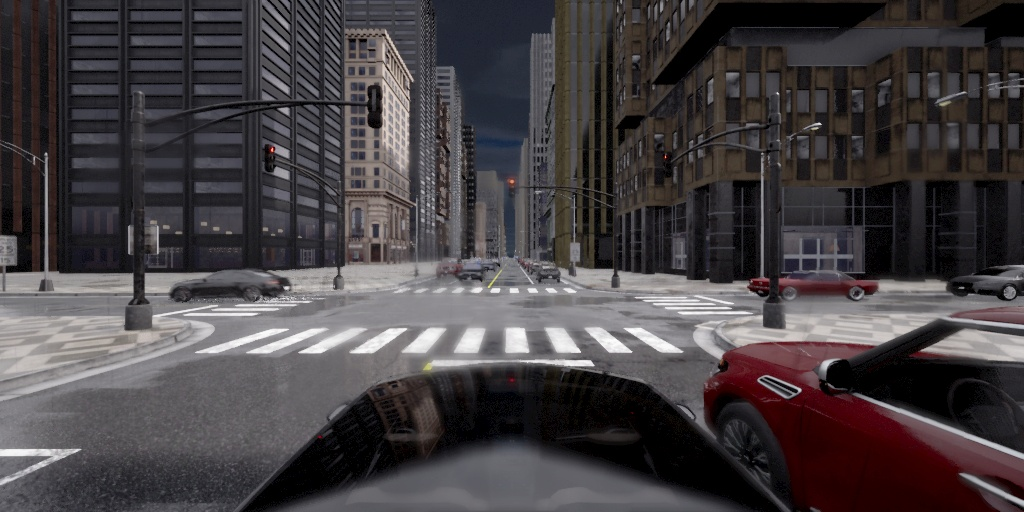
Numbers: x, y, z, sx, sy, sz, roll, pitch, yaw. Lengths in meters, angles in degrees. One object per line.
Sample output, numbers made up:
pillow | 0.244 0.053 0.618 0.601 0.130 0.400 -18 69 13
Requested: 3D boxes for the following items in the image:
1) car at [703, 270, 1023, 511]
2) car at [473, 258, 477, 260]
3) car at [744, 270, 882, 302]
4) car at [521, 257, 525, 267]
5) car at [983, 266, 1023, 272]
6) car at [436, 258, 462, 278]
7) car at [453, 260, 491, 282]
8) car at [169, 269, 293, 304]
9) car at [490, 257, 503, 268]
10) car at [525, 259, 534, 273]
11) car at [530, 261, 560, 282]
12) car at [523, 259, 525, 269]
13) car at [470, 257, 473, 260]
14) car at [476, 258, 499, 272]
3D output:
car | 2.762 1.065 1.202 2.192 1.841 5.009 0 0 0
car | -5.741 1.321 45.093 1.948 1.339 4.313 0 0 0
car | 13.527 1.314 16.346 4.718 1.301 1.895 0 0 0
car | 2.790 1.199 56.378 1.967 1.591 4.097 0 0 0
car | 22.961 1.197 16.388 4.892 1.490 1.837 0 0 0
car | -5.746 1.067 33.810 2.192 1.841 5.009 0 0 0
car | -3.085 1.299 28.829 2.033 1.411 5.357 0 0 0
car | -12.506 1.298 16.146 4.674 1.442 1.812 0 1 -3
car | -2.969 1.278 62.946 1.882 1.535 5.008 0 0 0
car | 2.782 1.304 39.456 2.007 1.370 4.403 0 0 0
car | 2.776 1.302 28.175 2.007 1.370 4.403 0 0 0
car | 2.785 1.300 45.097 1.888 1.381 4.507 0 0 0
car | -5.743 1.193 39.452 1.967 1.591 4.097 0 0 0
car | -3.071 1.318 45.161 1.994 1.385 4.181 0 0 0
